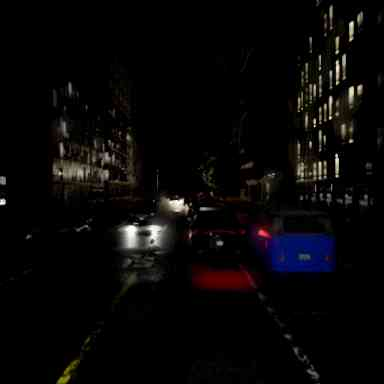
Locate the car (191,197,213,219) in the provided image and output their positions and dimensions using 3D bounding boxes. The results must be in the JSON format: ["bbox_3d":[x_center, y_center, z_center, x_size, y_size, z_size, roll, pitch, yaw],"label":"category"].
[{"bbox_3d":[0.771,1.285,28.884,1.801,1.575,5.366,0,0,0],"label":"car"}]

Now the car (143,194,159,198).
[{"bbox_3d":[-5.887,1.291,43.803,2.008,1.369,4.403,0,0,0],"label":"car"}]

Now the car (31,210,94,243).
[{"bbox_3d":[-5.759,1.491,15.341,1.802,1.307,4.206,0,0,0],"label":"car"}]

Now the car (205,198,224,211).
[{"bbox_3d":[2.519,1.358,38.146,1.802,1.307,4.206,0,0,0],"label":"car"}]

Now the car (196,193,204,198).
[{"bbox_3d":[2.262,0.908,95.068,1.887,1.381,4.507,0,0,0],"label":"car"}]

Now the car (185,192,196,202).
[{"bbox_3d":[-0.286,0.957,63.420,2.097,1.767,4.553,0,0,0],"label":"car"}]

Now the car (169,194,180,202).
[{"bbox_3d":[-3.314,1.121,64.502,1.812,1.442,4.674,0,0,0],"label":"car"}]

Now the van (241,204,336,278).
[{"bbox_3d":[2.648,1.284,9.683,1.690,1.788,3.998,0,0,0],"label":"van"}]

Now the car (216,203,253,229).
[{"bbox_3d":[2.596,1.458,21.068,1.802,1.307,4.206,0,0,0],"label":"car"}]

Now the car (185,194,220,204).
[{"bbox_3d":[0.749,1.218,22.655,2.097,1.767,4.553,0,0,-1],"label":"car"}]

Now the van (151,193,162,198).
[{"bbox_3d":[-5.938,1.006,55.187,1.690,1.788,3.998,0,0,0],"label":"van"}]

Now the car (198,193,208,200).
[{"bbox_3d":[2.365,0.979,72.298,1.967,1.590,4.097,0,0,0],"label":"car"}]

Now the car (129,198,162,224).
[{"bbox_3d":[-3.204,1.388,23.331,1.812,1.442,4.674,0,0,0],"label":"car"}]

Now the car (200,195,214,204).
[{"bbox_3d":[2.442,1.215,55.222,2.008,1.369,4.403,0,0,0],"label":"car"}]

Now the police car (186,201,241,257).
[{"bbox_3d":[0.844,1.349,12.804,1.930,1.638,5.238,0,0,0],"label":"police car"}]

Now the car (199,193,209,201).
[{"bbox_3d":[2.391,1.021,66.606,1.967,1.590,4.097,0,0,0],"label":"car"}]

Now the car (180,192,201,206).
[{"bbox_3d":[-0.218,1.063,48.429,2.097,1.767,4.553,0,0,0],"label":"car"}]
